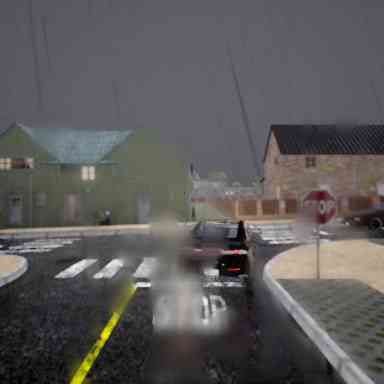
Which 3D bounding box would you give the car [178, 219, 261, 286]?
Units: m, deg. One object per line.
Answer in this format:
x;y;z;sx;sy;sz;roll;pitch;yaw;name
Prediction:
0.915;1.513;9.591;2.128;1.511;4.902;0;0;11;car

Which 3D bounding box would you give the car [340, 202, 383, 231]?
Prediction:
10.718;1.163;17.325;5.357;1.411;2.033;-2;-1;-1;car
